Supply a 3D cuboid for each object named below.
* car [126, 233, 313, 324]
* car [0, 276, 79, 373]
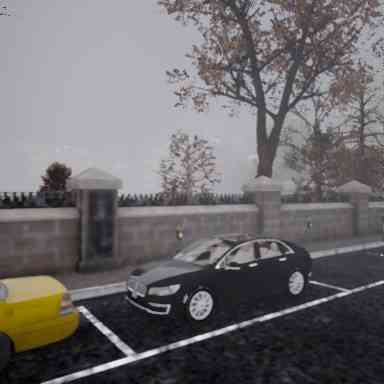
[{"bbox_3d":[0.772,1.594,7.113,4.403,1.369,2.008,1,-1,-35],"label":"car"},{"bbox_3d":[-3.874,1.515,3.802,4.829,1.417,1.752,1,-1,-35],"label":"car"}]
